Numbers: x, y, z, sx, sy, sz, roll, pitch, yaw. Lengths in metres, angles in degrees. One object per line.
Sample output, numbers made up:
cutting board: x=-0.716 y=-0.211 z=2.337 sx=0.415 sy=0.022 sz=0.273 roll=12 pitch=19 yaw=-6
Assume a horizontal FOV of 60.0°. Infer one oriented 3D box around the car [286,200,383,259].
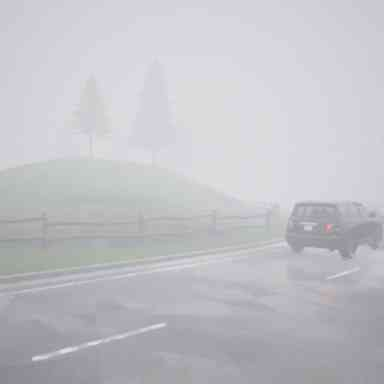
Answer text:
car: x=5.886 y=1.360 z=13.486 sx=2.150 sy=2.045 sz=5.566 roll=0 pitch=0 yaw=44
